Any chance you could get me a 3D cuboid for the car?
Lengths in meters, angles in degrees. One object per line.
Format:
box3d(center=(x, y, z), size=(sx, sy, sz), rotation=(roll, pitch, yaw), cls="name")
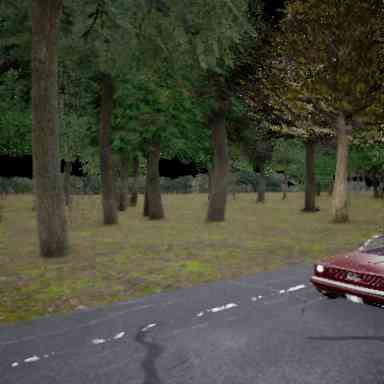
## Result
box3d(center=(4.686, 1.587, 7.212), size=(4.718, 1.301, 1.895), rotation=(0, 0, -36), cls="car")
